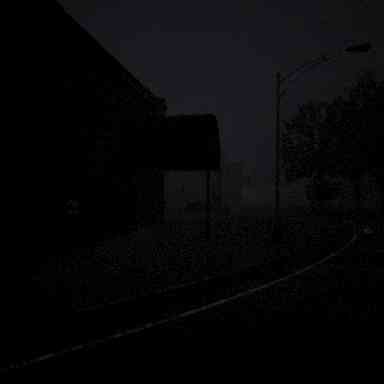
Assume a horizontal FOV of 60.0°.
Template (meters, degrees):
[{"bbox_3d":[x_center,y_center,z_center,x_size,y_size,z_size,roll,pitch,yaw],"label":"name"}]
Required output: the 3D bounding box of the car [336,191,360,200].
[{"bbox_3d":[39.887,1.302,83.975,5.008,1.535,2.097,0,4,-8],"label":"car"}]

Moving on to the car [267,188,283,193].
[{"bbox_3d":[23.983,0.727,91.236,4.553,1.767,2.185,-2,4,-10],"label":"car"}]

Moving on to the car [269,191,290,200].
[{"bbox_3d":[22.905,1.275,85.452,4.674,1.452,2.002,-2,3,-10],"label":"car"}]

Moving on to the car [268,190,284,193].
[{"bbox_3d":[23.458,1.072,88.355,4.792,1.488,2.163,-2,3,-10],"label":"car"}]
